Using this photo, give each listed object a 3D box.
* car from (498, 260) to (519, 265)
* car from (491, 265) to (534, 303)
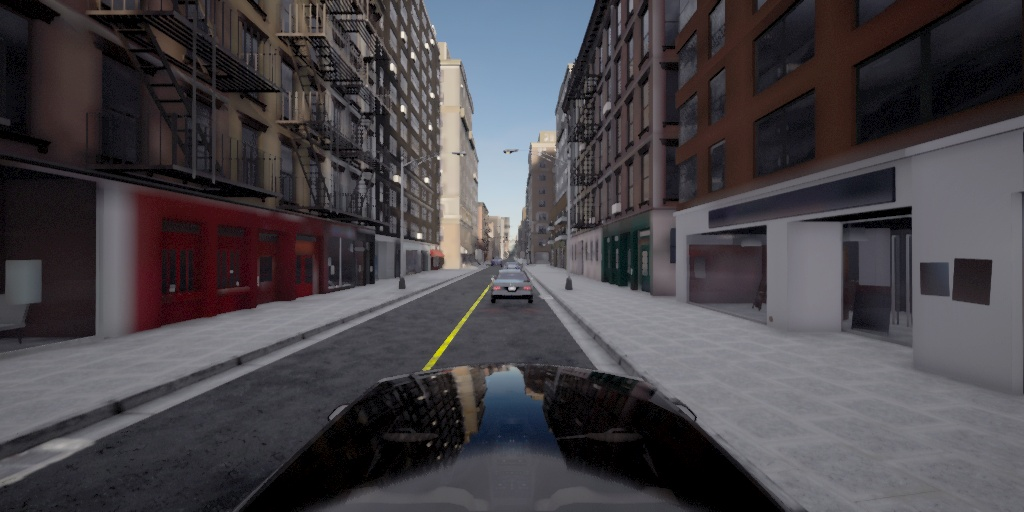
[{"bbox_3d":[0.000,1.305,31.501,1.812,1.442,4.674,0,0,0],"label":"car"},{"bbox_3d":[0.000,1.320,16.500,2.033,1.411,5.357,0,0,0],"label":"car"}]
